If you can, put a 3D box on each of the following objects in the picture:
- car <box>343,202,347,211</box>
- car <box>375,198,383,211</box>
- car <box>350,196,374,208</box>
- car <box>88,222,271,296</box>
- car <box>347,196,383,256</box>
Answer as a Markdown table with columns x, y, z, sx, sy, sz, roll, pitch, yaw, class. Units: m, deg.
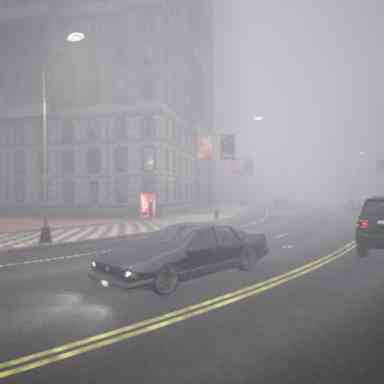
| x | y | z | sx | sy | sz | roll | pitch | yaw | class |
| --- | --- | --- | --- | --- | --- | --- | --- | --- | --- |
| 16.623 | 1.427 | 33.610 | 1.895 | 1.301 | 4.718 | -1 | 0 | 14 | car |
| 21.360 | 1.341 | 35.214 | 1.994 | 1.385 | 4.181 | -1 | 0 | 6 | car |
| 22.995 | 1.284 | 45.096 | 1.812 | 1.442 | 4.674 | -1 | 0 | 13 | car |
| 0.023 | 1.548 | 8.991 | 5.357 | 1.411 | 2.033 | -1 | 0 | -44 | car |
| 7.521 | 1.145 | 12.085 | 2.150 | 2.045 | 5.566 | 0 | 0 | 37 | car |
